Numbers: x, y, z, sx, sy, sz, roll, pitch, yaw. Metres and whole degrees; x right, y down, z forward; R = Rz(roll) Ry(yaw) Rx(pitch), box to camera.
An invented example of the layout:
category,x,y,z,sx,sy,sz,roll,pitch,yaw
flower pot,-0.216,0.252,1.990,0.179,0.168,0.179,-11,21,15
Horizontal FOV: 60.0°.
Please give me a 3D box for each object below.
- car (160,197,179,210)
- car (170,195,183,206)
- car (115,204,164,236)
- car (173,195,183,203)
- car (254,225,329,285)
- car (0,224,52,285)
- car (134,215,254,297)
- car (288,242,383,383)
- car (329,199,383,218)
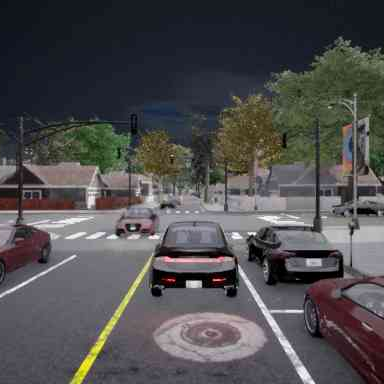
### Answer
category,x,y,z,sx,sy,sz,roll,pitch,yaw
car,-3.079,1.623,43.790,1.895,1.301,4.718,0,0,1
car,-3.062,1.390,56.975,2.097,1.767,4.553,0,0,0
car,-2.855,1.567,18.103,1.994,1.385,4.181,0,0,0
car,-3.000,1.536,71.978,1.882,1.535,5.008,0,0,0
car,2.648,1.566,9.293,1.947,1.339,4.313,0,0,0
car,-5.377,1.582,9.301,1.802,1.307,4.206,0,0,0
car,0.062,1.492,8.570,2.128,1.511,4.902,0,0,1
car,2.641,1.582,3.775,1.802,1.307,4.206,0,0,0
car,14.565,1.398,29.007,4.902,1.511,2.128,0,0,-2
